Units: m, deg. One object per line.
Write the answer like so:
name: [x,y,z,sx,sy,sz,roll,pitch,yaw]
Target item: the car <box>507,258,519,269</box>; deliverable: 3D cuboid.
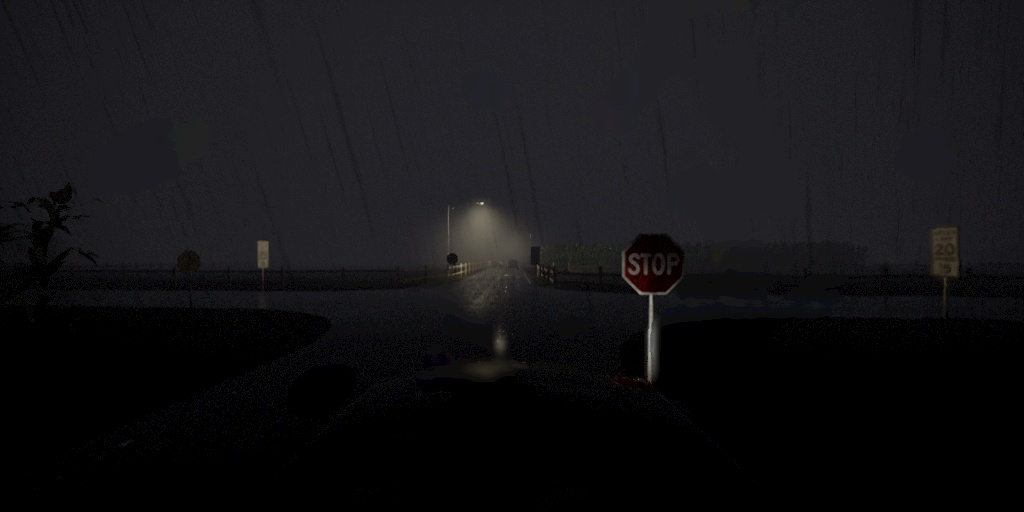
car: [0.152,1.575,63.330,1.837,1.490,4.892,0,0,0]
